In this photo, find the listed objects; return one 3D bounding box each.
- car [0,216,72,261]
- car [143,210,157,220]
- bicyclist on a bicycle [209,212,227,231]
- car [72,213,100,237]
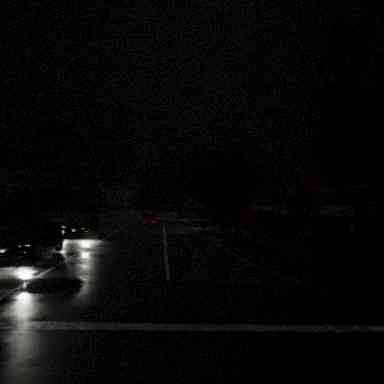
[{"bbox_3d":[-6.871,1.919,14.105,1.837,1.490,4.892,2,-2,-5],"label":"car"},{"bbox_3d":[-6.635,3.524,52.108,1.882,1.535,5.008,2,-3,-5],"label":"car"},{"bbox_3d":[2.298,2.564,28.995,1.656,1.620,0.582,2,-2,-5],"label":"bicyclist on a bicycle"},{"bbox_3d":[-7.717,2.293,23.475,1.837,1.490,4.892,2,-2,-5],"label":"car"}]
